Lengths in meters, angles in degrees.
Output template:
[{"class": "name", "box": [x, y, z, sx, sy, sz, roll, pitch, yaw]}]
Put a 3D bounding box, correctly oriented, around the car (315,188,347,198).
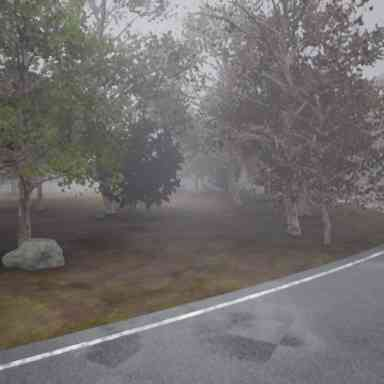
[{"class": "car", "box": [15.754, -0.024, 38.067, 1.812, 1.442, 4.674, -5, 3, -17]}]
